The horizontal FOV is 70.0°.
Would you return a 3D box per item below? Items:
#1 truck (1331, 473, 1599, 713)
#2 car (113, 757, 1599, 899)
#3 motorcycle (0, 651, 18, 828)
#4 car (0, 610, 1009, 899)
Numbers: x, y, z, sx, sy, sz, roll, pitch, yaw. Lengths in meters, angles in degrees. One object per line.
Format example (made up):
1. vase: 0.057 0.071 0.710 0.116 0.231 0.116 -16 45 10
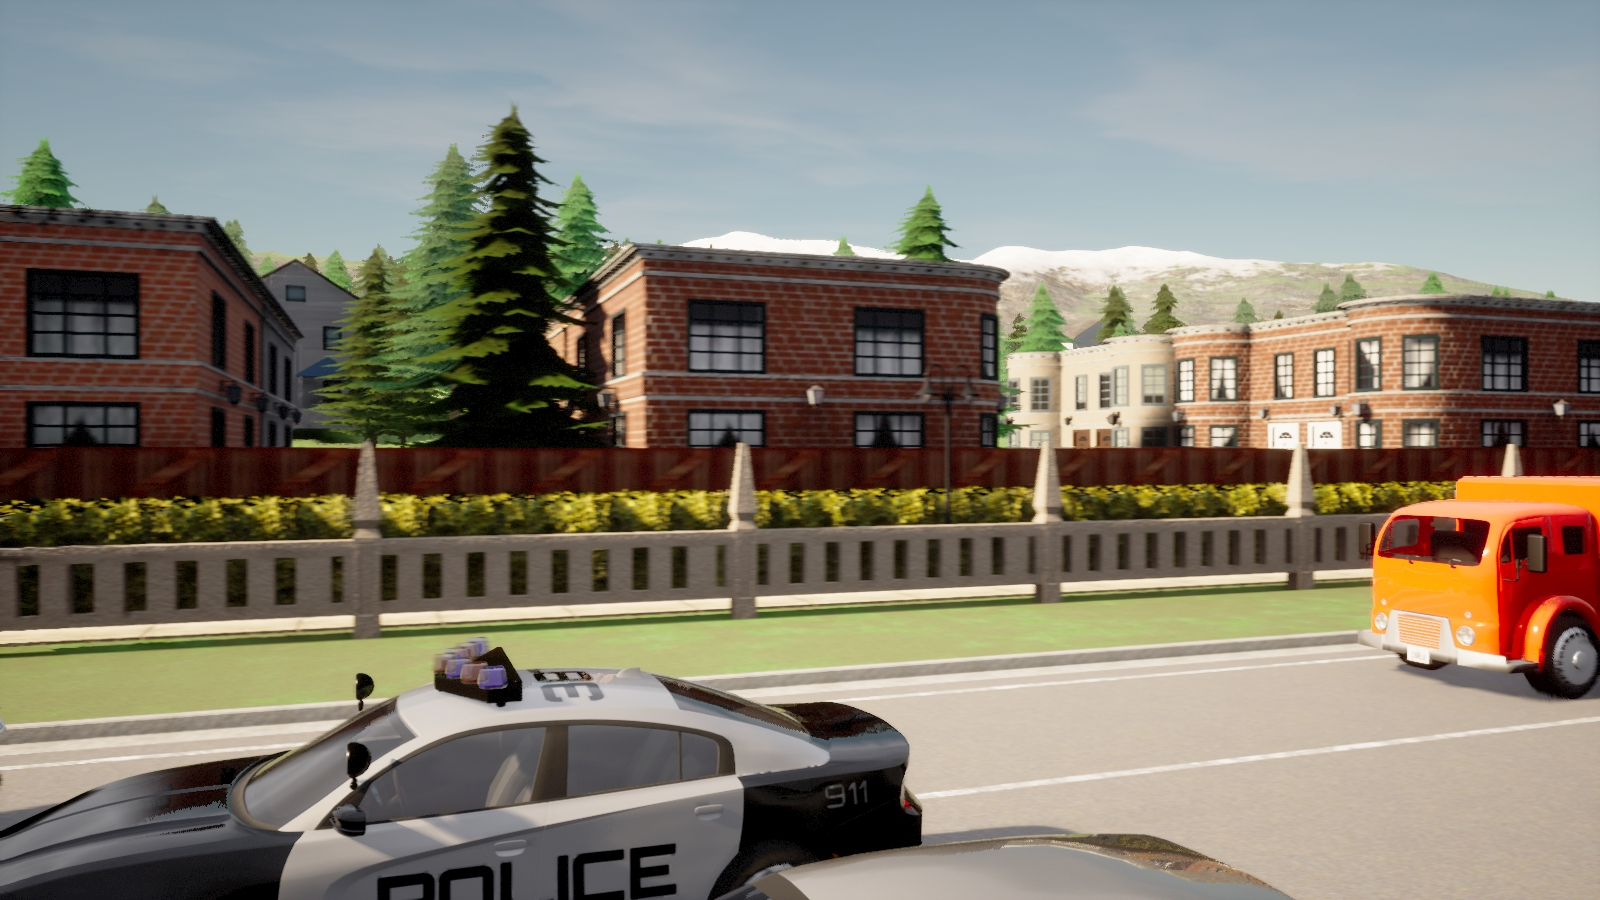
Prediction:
1. truck: 9.685 1.568 14.273 5.204 2.467 2.627 0 0 -20
2. car: 0.201 2.065 3.375 4.193 1.474 1.816 0 0 -20
3. motorcycle: -7.034 2.205 8.188 2.209 1.251 0.867 0 0 -20
4. car: -1.663 1.982 6.417 5.238 1.638 2.097 0 0 -20
